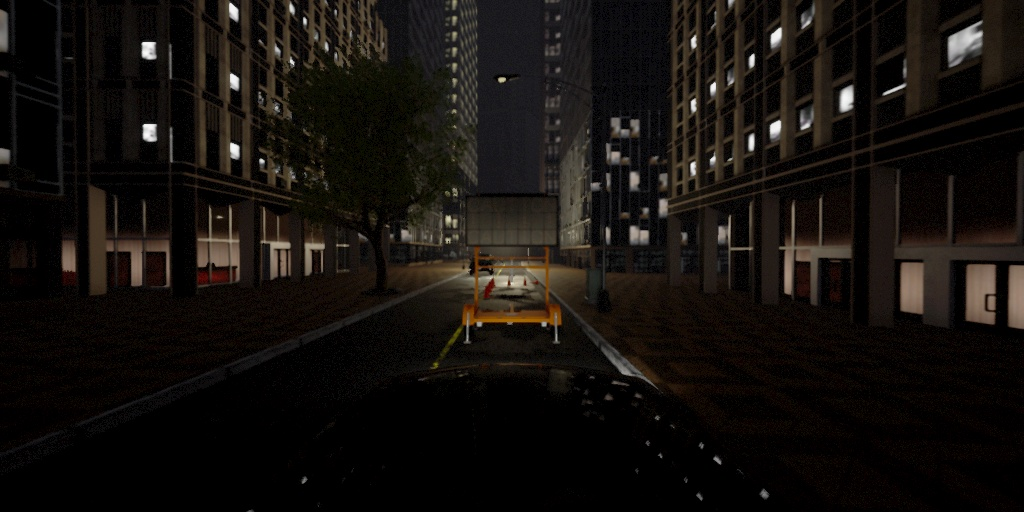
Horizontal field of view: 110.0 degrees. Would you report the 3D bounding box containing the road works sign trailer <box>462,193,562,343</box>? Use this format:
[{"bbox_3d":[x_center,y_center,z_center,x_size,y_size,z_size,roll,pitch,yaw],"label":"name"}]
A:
[{"bbox_3d":[-0.003,0.160,9.441,2.380,3.560,2.880,0,0,0],"label":"road works sign trailer"}]

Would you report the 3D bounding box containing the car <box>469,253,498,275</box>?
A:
[{"bbox_3d":[-2.861,0.763,34.851,2.150,2.045,5.566,0,0,0],"label":"car"}]
